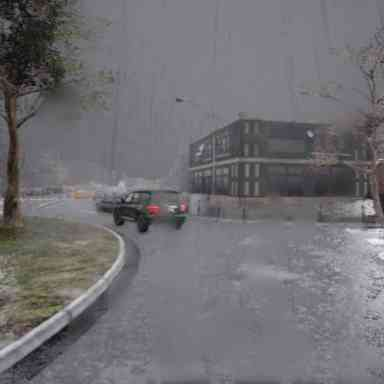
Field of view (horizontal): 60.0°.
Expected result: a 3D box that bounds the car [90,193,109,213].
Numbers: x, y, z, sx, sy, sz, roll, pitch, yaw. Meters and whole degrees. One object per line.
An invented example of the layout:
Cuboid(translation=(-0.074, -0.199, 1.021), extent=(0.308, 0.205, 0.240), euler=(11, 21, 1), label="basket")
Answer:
Cuboid(translation=(-6.201, 1.066, 26.854), extent=(1.994, 1.385, 4.181), euler=(-1, 1, -42), label="car")

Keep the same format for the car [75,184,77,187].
Cuboid(translation=(-32.749, -0.792, 85.292), extent=(4.553, 1.767, 2.185), euler=(0, 2, -5), label="car")

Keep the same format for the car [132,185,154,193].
Cuboid(translation=(-12.509, -0.771, 85.475), extent=(5.566, 2.045, 2.435), euler=(0, 2, -5), label="car")

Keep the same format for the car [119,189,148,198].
Cuboid(translation=(-10.056, 0.314, 57.802), extent=(4.792, 1.488, 2.163), euler=(0, 1, -5), label="car")

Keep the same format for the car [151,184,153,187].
Cuboid(translation=(-11.212, -0.216, 71.524), extent=(4.553, 1.767, 2.185), euler=(0, 2, -5), label="car")

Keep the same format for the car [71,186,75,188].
Cuboid(translation=(-32.479, -0.584, 82.553), extent=(5.008, 1.535, 2.097), euler=(0, 2, -5), label="car")

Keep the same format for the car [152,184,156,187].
Cuboid(translation=(-11.949, -0.597, 79.820), extent=(5.566, 2.045, 2.435), euler=(0, 2, -5), label="car")

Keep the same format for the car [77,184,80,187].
Cuboid(translation=(-32.995, -0.872, 88.036), extent=(4.553, 1.767, 2.185), euler=(0, 2, -5), label="car")

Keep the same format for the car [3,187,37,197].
Cuboid(translation=(-30.230, 0.008, 57.838), extent=(4.553, 1.767, 2.185), euler=(0, 1, -5), label="car")

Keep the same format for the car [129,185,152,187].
Cuboid(translation=(-10.474, 0.023, 63.216), extent=(4.553, 1.767, 2.185), euler=(0, 1, -5), label="car")

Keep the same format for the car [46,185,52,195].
Cuboid(translation=(-30.967, -0.217, 66.077), extent=(4.553, 1.767, 2.185), euler=(0, 2, -5), label="car")

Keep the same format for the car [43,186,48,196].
Cuboid(translation=(-30.751, 0.025, 63.334), extent=(4.674, 1.452, 2.002), euler=(0, 2, -5), label="car")

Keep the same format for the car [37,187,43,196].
Cuboid(translation=(-30.513, 0.061, 60.588), extent=(5.008, 1.535, 2.097), euler=(0, 1, -5), label="car")

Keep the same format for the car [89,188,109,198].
Cuboid(translation=(-13.854, 0.496, 50.677), extent=(2.033, 1.411, 5.357), euler=(0, 1, -7), label="car")

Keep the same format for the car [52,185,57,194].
Cuboid(translation=(-31.252, -0.169, 68.828), extent=(4.892, 1.521, 2.231), euler=(0, 2, -5), label="car")

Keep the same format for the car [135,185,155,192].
Cuboid(translation=(-13.177, -1.014, 93.656), extent=(5.566, 2.045, 2.435), euler=(0, 2, -5), label="car")

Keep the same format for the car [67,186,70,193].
Cuboid(translation=(-31.798, -0.421, 77.079), extent=(5.366, 1.575, 1.946), euler=(0, 2, -5), label="car")

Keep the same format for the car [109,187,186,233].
Cuboid(translation=(-2.398, 0.900, 17.841), extent=(2.150, 2.045, 5.566), euler=(0, 1, -32), label="car")

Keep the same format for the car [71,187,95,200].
Cuboid(translation=(-16.966, 0.374, 51.925), extent=(1.882, 1.535, 5.008), euler=(0, 1, -7), label="car")

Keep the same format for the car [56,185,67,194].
Cuboid(translation=(-31.763, -0.587, 74.308), extent=(5.566, 2.045, 2.435), euler=(0, 2, -5), label="car")
